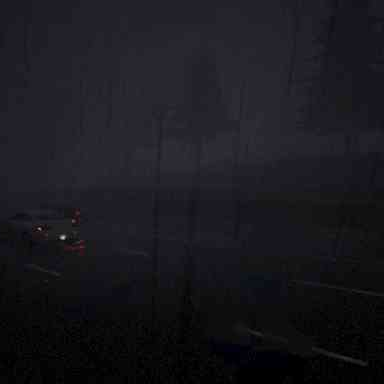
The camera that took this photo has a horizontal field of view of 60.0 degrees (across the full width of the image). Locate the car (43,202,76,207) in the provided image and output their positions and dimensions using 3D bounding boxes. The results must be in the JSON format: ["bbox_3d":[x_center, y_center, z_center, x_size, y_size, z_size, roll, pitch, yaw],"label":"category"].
[{"bbox_3d":[-8.483,1.380,20.478,4.892,1.490,1.837,0,0,44],"label":"car"}]

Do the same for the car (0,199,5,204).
[{"bbox_3d":[-20.107,1.218,33.245,1.882,1.535,5.008,0,0,-39],"label":"car"}]

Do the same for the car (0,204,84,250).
[{"bbox_3d":[-6.549,1.435,13.909,4.674,1.442,1.812,1,0,41],"label":"car"}]
